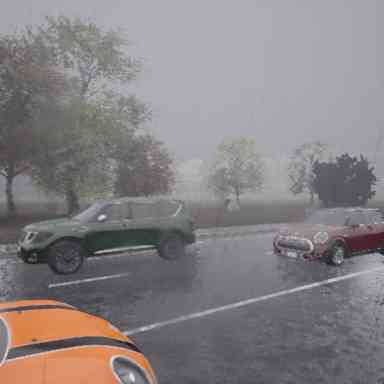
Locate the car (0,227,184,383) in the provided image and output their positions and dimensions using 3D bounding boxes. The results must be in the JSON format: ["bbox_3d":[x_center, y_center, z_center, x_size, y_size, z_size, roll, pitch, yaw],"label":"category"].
[{"bbox_3d":[-2.412,1.349,1.985,4.553,1.767,2.097,0,0,-35],"label":"car"}]

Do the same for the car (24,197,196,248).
[{"bbox_3d":[-2.477,1.210,10.735,5.566,2.045,2.150,0,0,-35],"label":"car"}]

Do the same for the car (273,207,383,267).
[{"bbox_3d":[4.957,1.342,11.488,4.553,1.767,2.097,0,0,-33],"label":"car"}]
